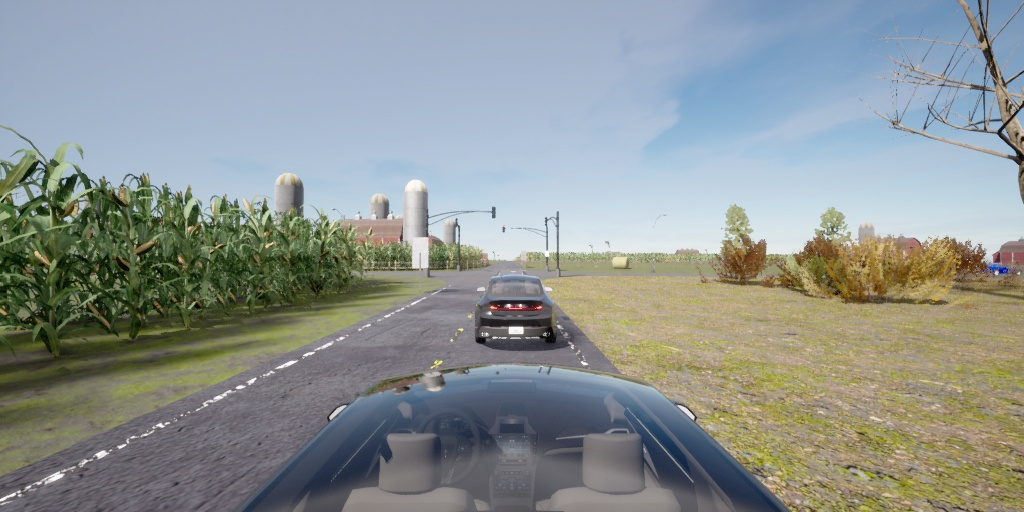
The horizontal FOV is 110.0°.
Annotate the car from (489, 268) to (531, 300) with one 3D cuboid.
[{"bbox_3d":[0.032,1.360,18.823,1.895,1.301,4.718,0,0,4],"label":"car"}]

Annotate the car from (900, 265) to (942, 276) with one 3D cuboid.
[{"bbox_3d":[48.559,1.768,42.536,4.181,1.385,1.994,1,-1,-5],"label":"car"}]

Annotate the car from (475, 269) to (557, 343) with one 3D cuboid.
[{"bbox_3d":[0.080,1.259,9.672,1.837,1.490,4.892,0,0,0],"label":"car"}]

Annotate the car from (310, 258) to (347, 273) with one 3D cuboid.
[{"bbox_3d":[-19.828,0.931,37.659,4.553,1.767,2.097,0,-1,-3],"label":"car"}]
